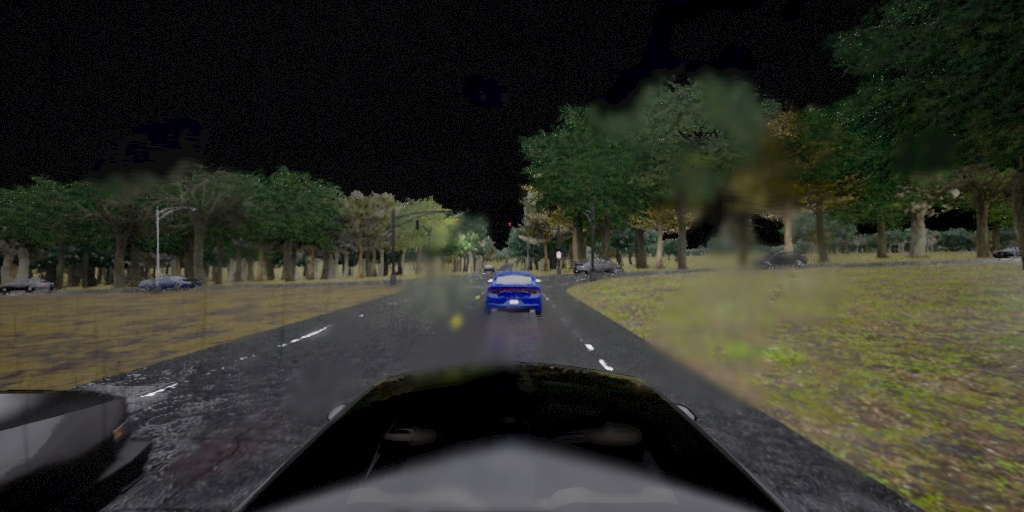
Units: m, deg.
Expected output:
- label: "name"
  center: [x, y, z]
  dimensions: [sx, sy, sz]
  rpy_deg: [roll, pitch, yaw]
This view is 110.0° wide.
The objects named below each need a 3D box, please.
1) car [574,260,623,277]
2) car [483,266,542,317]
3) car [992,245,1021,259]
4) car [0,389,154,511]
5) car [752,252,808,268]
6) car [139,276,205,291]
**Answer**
- label: "car"
  center: [7.927, 1.087, 32.804]
  dimensions: [4.902, 1.511, 2.128]
  rpy_deg: [-2, -2, -26]
- label: "car"
  center: [0.087, 1.328, 13.818]
  dimensions: [1.882, 1.535, 5.008]
  rpy_deg: [0, 0, 1]
- label: "car"
  center: [51.542, -0.434, 36.180]
  dimensions: [4.181, 1.385, 1.994]
  rpy_deg: [-2, -1, 3]
- label: "car"
  center: [-3.599, 1.288, 0.216]
  dimensions: [2.033, 1.411, 5.357]
  rpy_deg: [0, 0, 0]
- label: "car"
  center: [27.667, 0.380, 37.138]
  dimensions: [5.008, 1.535, 1.882]
  rpy_deg: [-2, -1, 2]
- label: "car"
  center: [-33.933, 2.672, 35.775]
  dimensions: [5.357, 1.411, 2.033]
  rpy_deg: [-2, -1, 2]
